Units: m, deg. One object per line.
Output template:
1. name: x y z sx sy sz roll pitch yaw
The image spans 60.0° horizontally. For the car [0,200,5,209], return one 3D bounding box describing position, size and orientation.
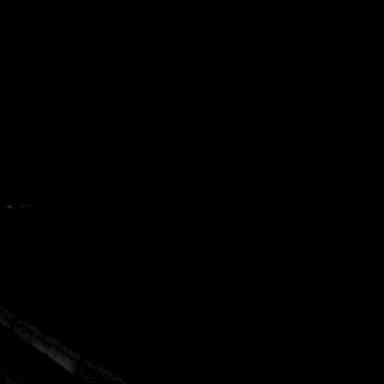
1. car: -21.747 1.146 35.691 2.128 1.511 4.902 -1 1 -10
